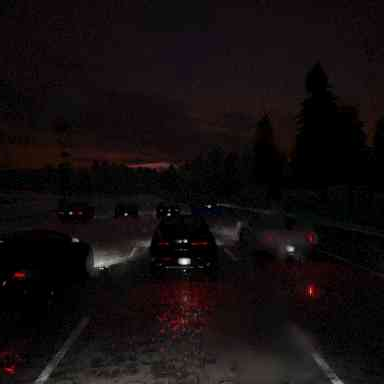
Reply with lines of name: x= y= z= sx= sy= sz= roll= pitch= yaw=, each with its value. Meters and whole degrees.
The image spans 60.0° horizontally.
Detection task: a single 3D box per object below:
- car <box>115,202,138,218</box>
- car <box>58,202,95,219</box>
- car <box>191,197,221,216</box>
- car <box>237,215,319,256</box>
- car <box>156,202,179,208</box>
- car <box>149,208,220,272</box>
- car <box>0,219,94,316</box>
car: x=-5.741 y=1.534 z=29.535 sx=1.895 sy=1.301 sz=4.718 roll=0 pitch=0 yaw=-8
car: x=-8.679 y=1.497 z=25.397 sx=2.033 sy=1.411 sz=5.357 roll=0 pitch=0 yaw=-8
car: x=1.161 y=1.269 z=30.517 sx=2.097 sy=1.767 sz=4.553 roll=0 pitch=0 yaw=-8
car: x=3.068 y=1.560 z=13.030 sx=1.895 sy=1.301 sz=4.718 roll=0 pitch=0 yaw=-4
car: x=-2.180 y=1.528 z=29.393 sx=1.895 sy=1.301 sz=4.718 roll=0 pitch=0 yaw=-8
car: x=-0.319 y=1.477 z=10.733 sx=1.837 sy=1.490 sz=4.892 roll=0 pitch=0 yaw=-3
car: x=-3.663 y=1.551 z=7.594 sx=1.994 sy=1.385 sz=4.181 roll=0 pitch=0 yaw=-2
